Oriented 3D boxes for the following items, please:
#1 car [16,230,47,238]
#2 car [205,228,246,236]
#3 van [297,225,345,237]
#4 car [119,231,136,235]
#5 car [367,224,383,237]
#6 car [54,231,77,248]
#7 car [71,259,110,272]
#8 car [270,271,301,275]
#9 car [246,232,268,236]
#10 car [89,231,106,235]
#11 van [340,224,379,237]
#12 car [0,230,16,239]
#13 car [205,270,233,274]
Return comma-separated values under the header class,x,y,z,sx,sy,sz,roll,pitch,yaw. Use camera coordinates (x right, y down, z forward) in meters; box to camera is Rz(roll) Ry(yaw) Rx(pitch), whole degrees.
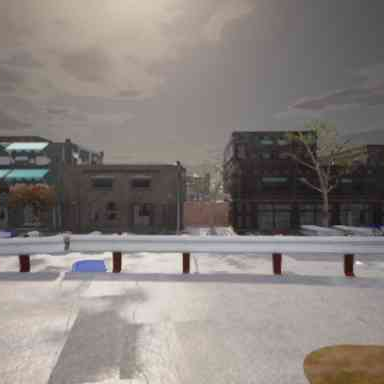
class,x,y,z,sx,sy,sz,roll,pitch,yaw
car,-15.045,4.439,31.852,1.946,1.575,5.366,0,0,-18
car,2.756,4.319,31.155,2.185,1.767,4.553,0,0,-18
van,11.597,4.219,30.959,1.878,1.987,4.442,0,0,-18
car,-6.092,4.473,31.378,2.163,1.488,4.792,0,0,-18
car,17.567,4.193,30.640,2.435,2.045,5.566,0,0,-18
car,-12.019,4.442,31.587,2.097,1.535,5.008,0,0,-18
car,-4.349,4.404,14.361,2.435,2.045,5.566,0,1,-18
car,4.704,4.530,14.147,2.185,1.767,4.553,0,1,-18
car,5.729,4.446,31.033,2.231,1.521,4.892,0,0,-18
car,-9.131,4.440,31.666,1.946,1.575,5.366,0,0,-18
van,14.555,4.219,30.866,1.878,1.987,4.442,0,0,-18
car,-17.945,4.441,31.769,2.097,1.535,5.008,0,0,-18
car,1.676,4.529,14.233,2.185,1.767,4.553,0,2,-18
